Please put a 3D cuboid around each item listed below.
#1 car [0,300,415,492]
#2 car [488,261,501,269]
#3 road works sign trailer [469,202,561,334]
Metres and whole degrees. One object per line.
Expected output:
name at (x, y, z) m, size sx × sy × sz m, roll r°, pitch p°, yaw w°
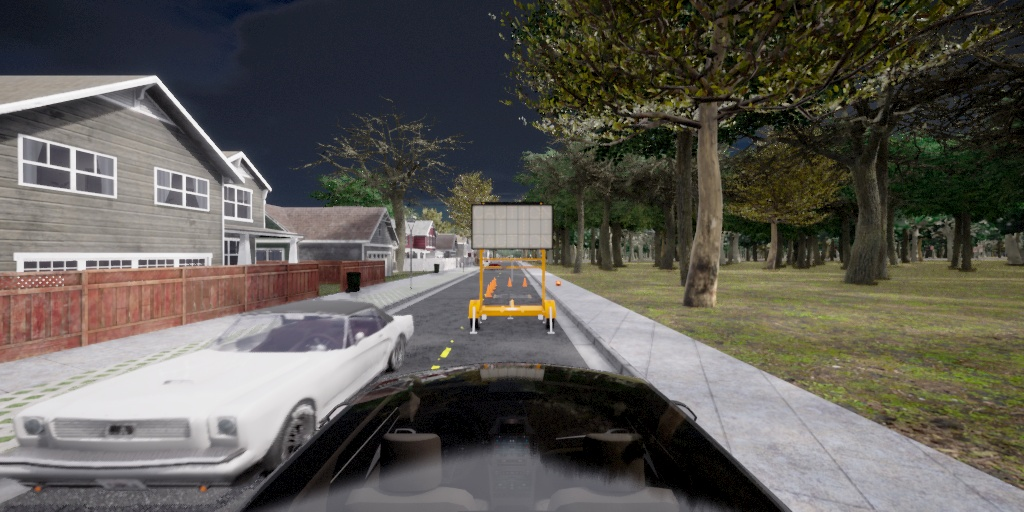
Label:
car at (-2.844, 1.350, 4.812) m, size 1.895 × 1.301 × 4.718 m, roll 0°, pitch 0°, yaw 0°
car at (-2.703, 1.365, 54.696) m, size 1.895 × 1.301 × 4.718 m, roll 0°, pitch 0°, yaw 0°
road works sign trailer at (0.011, 0.213, 10.620) m, size 2.380 × 3.560 × 2.880 m, roll 0°, pitch 0°, yaw 0°
